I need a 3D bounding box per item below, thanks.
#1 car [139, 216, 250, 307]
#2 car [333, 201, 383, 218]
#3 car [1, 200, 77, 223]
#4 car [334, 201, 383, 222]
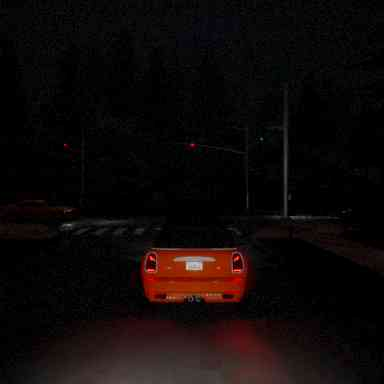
[{"bbox_3d":[0.050,1.352,8.115,2.097,1.767,4.553,0,0,0],"label":"car"},{"bbox_3d":[14.342,1.438,27.357,4.718,1.301,1.895,0,0,0],"label":"car"},{"bbox_3d":[-10.746,1.315,23.576,5.008,1.535,1.882,0,0,0],"label":"car"},{"bbox_3d":[12.807,1.401,23.656,4.181,1.385,1.994,0,0,0],"label":"car"}]
